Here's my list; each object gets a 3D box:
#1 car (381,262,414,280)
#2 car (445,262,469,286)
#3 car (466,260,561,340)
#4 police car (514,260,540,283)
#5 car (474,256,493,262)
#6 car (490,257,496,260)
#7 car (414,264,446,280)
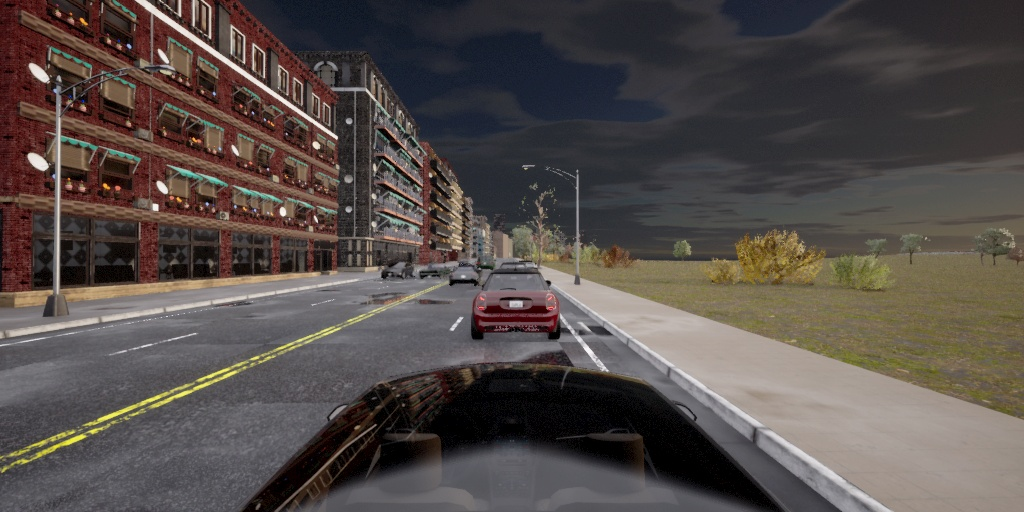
[{"bbox_3d":[-9.882,1.258,31.373,1.837,1.490,4.892,0,0,0],"label":"car"},{"bbox_3d":[-3.174,1.318,25.322,1.994,1.385,4.181,0,0,0],"label":"car"},{"bbox_3d":[0.083,1.103,10.179,2.097,1.767,4.553,0,0,0],"label":"car"},{"bbox_3d":[1.109,1.179,29.446,1.930,1.638,5.238,0,0,0],"label":"police car"},{"bbox_3d":[-3.193,0.976,44.712,2.150,2.045,5.566,0,0,0],"label":"car"},{"bbox_3d":[0.084,1.105,19.880,2.097,1.767,4.553,0,0,0],"label":"car"},{"bbox_3d":[-6.630,1.354,30.933,1.895,1.301,4.718,0,0,0],"label":"car"}]
